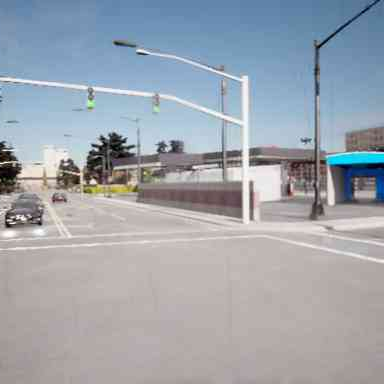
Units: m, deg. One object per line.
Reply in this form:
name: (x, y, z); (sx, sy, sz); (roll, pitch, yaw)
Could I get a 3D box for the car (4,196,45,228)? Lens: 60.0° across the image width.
car: (-10.253, 1.226, 20.467); (1.837, 1.490, 4.892); (-1, 1, -25)

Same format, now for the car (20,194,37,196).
car: (-14.109, 0.946, 28.772); (2.097, 1.767, 4.553); (-1, 1, -25)

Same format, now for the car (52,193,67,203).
car: (-19.109, 0.801, 47.940); (2.033, 1.411, 5.357); (-1, 1, -25)

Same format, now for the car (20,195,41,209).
car: (-17.917, 1.068, 37.044); (1.895, 1.301, 4.718); (-1, 1, -24)
